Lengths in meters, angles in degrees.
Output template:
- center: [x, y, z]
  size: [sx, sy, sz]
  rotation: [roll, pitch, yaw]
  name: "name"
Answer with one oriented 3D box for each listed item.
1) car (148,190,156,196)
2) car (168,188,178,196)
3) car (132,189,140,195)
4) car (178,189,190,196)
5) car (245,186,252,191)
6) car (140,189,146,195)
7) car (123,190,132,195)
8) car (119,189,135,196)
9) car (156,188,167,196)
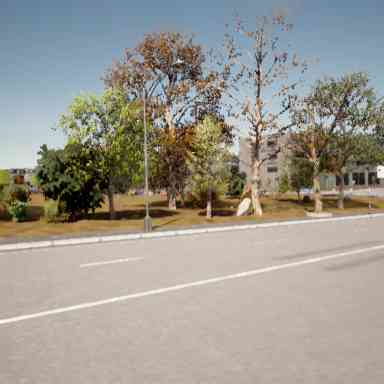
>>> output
- center: [-7.983, 0.165, 81.326]
  size: [2.231, 1.521, 4.892]
  rotation: [-1, 2, 18]
  name: "car"
- center: [-3.278, 0.223, 77.657]
  size: [2.163, 1.488, 4.792]
  rotation: [-1, 2, 17]
  name: "car"
- center: [-12.661, -0.027, 84.979]
  size: [2.185, 1.767, 4.553]
  rotation: [-1, 2, 18]
  name: "car"
- center: [-0.906, 0.063, 75.902]
  size: [2.185, 1.767, 4.553]
  rotation: [-1, 2, 17]
  name: "car"
- center: [10.985, -0.210, 66.944]
  size: [2.435, 2.045, 5.566]
  rotation: [-1, 2, 16]
  name: "car"
- center: [-10.310, 0.133, 83.170]
  size: [2.097, 1.535, 5.008]
  rotation: [0, 3, 18]
  name: "car"
- center: [-15.025, 0.065, 86.685]
  size: [1.946, 1.575, 5.366]
  rotation: [0, 3, 19]
  name: "car"
- center: [-17.277, 0.021, 88.728]
  size: [2.097, 1.535, 5.008]
  rotation: [0, 3, 19]
  name: "car"
- center: [-5.639, -0.067, 79.465]
  size: [2.435, 2.045, 5.566]
  rotation: [0, 2, 18]
  name: "car"
